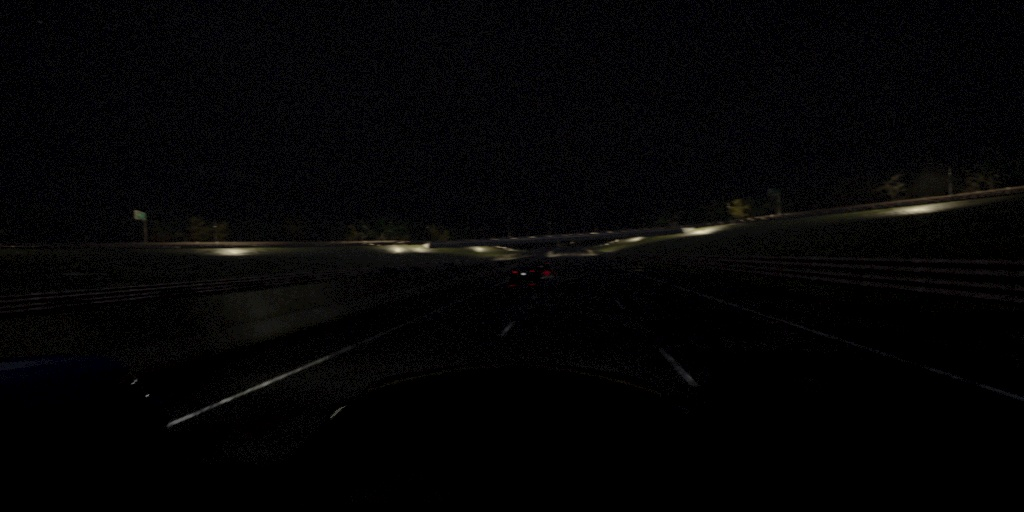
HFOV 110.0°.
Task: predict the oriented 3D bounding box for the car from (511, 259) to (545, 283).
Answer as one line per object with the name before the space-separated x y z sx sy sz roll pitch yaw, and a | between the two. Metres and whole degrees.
car | 1.158 1.249 28.018 1.994 1.385 4.181 -3 0 10

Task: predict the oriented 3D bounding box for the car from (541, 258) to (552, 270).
car | 3.917 1.005 44.951 1.812 1.442 4.674 -3 0 9

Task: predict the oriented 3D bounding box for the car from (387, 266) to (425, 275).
car | -11.241 1.857 39.666 2.033 1.411 5.357 -3 0 10

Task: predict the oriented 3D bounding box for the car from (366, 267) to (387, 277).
car | -14.610 1.976 40.729 2.128 1.511 4.902 -3 0 10

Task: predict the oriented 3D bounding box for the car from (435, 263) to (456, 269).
car | -7.536 1.586 40.693 1.882 1.535 5.008 -3 0 10

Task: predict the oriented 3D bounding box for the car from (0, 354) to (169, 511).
car | -4.537 1.213 0.898 2.150 2.045 5.566 -3 0 10
